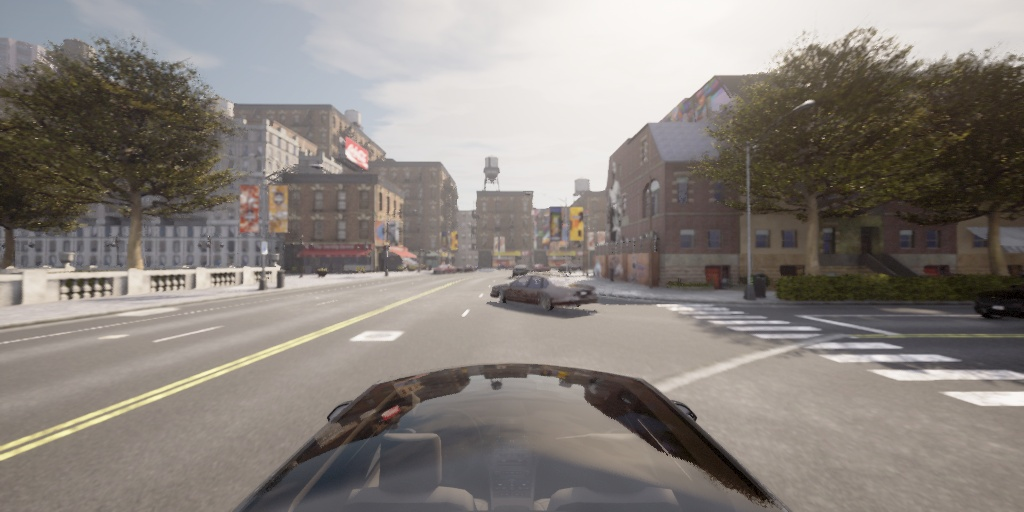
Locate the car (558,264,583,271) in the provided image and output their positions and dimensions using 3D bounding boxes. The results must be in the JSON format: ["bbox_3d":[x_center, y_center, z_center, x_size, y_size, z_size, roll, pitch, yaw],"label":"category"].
[{"bbox_3d":[9.572,2.045,60.108,1.837,1.490,4.892,-1,-1,38],"label":"car"}]

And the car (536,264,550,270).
[{"bbox_3d":[4.662,2.056,59.231,1.812,1.442,4.674,-1,-1,33],"label":"car"}]

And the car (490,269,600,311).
[{"bbox_3d":[1.216,1.486,15.611,2.033,1.411,5.357,0,-1,-37],"label":"car"}]

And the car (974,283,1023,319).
[{"bbox_3d":[17.820,1.353,11.320,5.008,1.535,1.882,0,-1,0],"label":"car"}]

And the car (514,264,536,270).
[{"bbox_3d":[1.269,1.810,42.587,1.837,1.490,4.892,-1,-1,12],"label":"car"}]
